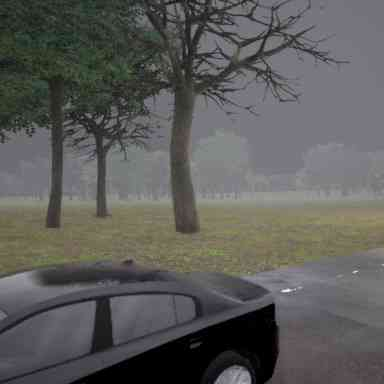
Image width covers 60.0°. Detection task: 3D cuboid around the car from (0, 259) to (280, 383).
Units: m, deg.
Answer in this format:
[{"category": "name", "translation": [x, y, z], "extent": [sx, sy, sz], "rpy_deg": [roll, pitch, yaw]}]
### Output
[{"category": "car", "translation": [-1.349, 1.477, 3.028], "extent": [5.008, 1.535, 1.882], "rpy_deg": [0, 0, -35]}]
